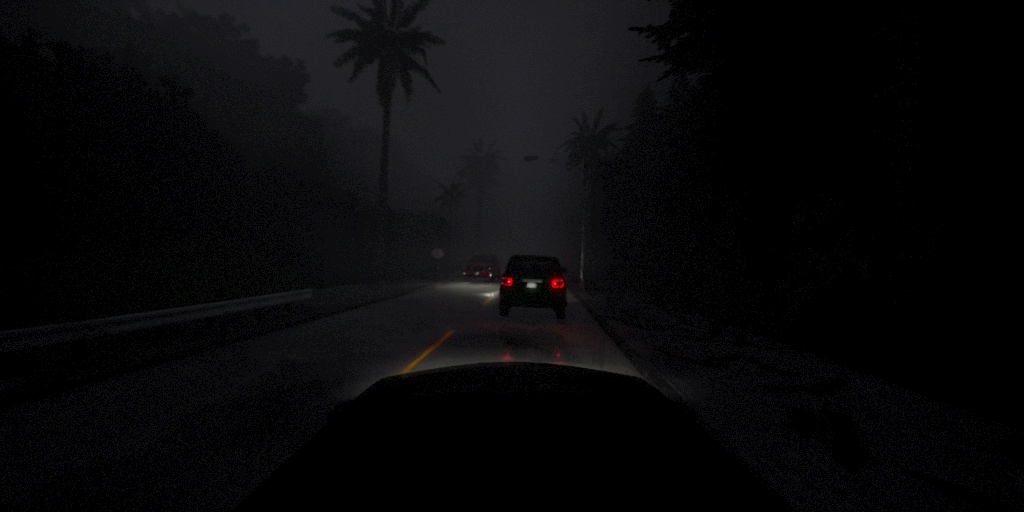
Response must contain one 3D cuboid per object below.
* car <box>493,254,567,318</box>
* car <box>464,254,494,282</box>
[{"bbox_3d":[0.858,0.983,13.451,2.150,2.045,5.566,2,0,6],"label":"car"},{"bbox_3d":[-2.185,0.855,27.711,2.150,2.045,5.566,2,0,5],"label":"car"}]
